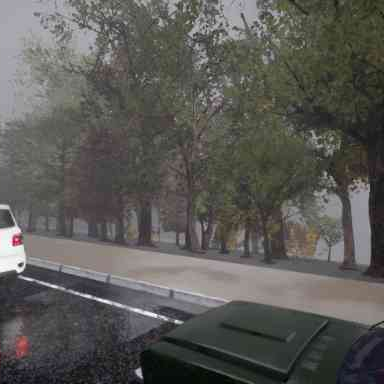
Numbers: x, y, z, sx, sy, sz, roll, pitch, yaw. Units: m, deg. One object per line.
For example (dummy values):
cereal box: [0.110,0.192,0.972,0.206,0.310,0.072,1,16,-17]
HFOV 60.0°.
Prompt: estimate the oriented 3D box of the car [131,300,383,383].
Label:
car: [1.785,1.601,2.410,4.718,1.301,1.895,0,0,36]

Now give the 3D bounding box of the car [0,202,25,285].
car: [-6.380,1.222,8.251,5.566,2.045,2.150,0,0,35]
